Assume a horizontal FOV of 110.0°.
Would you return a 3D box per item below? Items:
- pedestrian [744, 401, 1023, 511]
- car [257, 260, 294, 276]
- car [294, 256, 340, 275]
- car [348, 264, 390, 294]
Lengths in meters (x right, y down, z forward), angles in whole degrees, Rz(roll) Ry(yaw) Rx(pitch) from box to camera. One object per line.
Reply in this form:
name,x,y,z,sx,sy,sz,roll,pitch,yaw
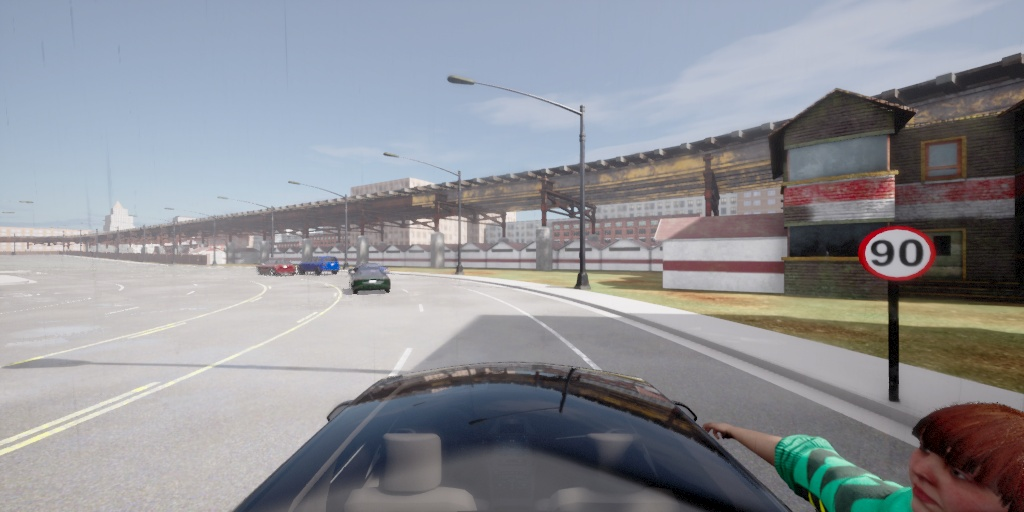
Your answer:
pedestrian,1.060,1.128,0.595,0.375,1.860,0.375,-24,0,0
car,-25.184,1.166,38.176,4.553,1.767,2.097,0,0,33
car,-21.488,1.032,39.939,5.566,2.045,2.150,0,0,34
car,-8.340,1.340,20.844,1.994,1.385,4.181,0,0,-27
